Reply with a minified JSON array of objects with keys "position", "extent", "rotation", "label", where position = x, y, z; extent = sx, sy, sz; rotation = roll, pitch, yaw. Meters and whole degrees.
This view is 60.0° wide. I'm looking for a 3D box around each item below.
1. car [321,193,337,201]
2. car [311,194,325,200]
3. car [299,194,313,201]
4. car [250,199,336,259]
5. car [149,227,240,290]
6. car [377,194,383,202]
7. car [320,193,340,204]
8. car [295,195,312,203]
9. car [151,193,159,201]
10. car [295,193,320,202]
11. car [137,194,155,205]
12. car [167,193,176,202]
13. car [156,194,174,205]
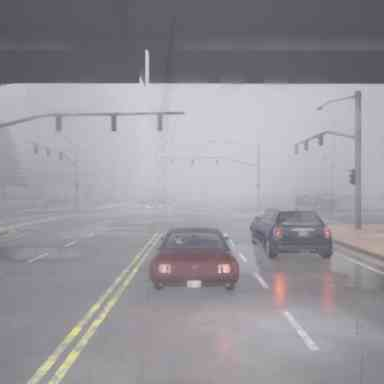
[{"position":[33.467,1.097,81.454],"extent":[1.932,1.855,4.605],"rotation":[0,0,0],"label":"car"},{"position":[30.784,1.308,81.395],"extent":[1.784,1.438,3.905],"rotation":[0,0,0],"label":"car"},{"position":[27.889,1.339,81.386],"extent":[1.970,1.475,3.806],"rotation":[0,0,0],"label":"car"},{"position":[3.576,1.345,12.785],"extent":[2.097,1.767,4.553],"rotation":[0,0,0],"label":"car"},{"position":[0.064,1.594,9.020],"extent":[1.895,1.301,4.718],"rotation":[0,0,0],"label":"car"},{"position":[39.068,1.108,66.411],"extent":[1.932,1.855,4.605],"rotation":[0,0,0],"label":"car"},{"position":[19.523,1.123,48.789],"extent":[1.905,1.878,3.866],"rotation":[0,0,0],"label":"car"},{"position":[22.171,1.350,66.265],"extent":[1.970,1.475,3.806],"rotation":[0,0,0],"label":"car"},{"position":[-8.083,1.175,72.507],"extent":[2.150,2.045,5.566],"rotation":[0,0,0],"label":"car"},{"position":[16.629,1.120,48.834],"extent":[1.932,1.855,4.605],"rotation":[0,0,0],"label":"car"},{"position":[-8.030,1.508,56.652],"extent":[2.033,1.411,5.357],"rotation":[0,0,0],"label":"car"},{"position":[-4.583,1.175,72.533],"extent":[2.150,2.045,5.566],"rotation":[0,0,0],"label":"car"},{"position":[-4.536,1.466,57.003],"extent":[1.837,1.490,4.892],"rotation":[0,0,0],"label":"car"}]
